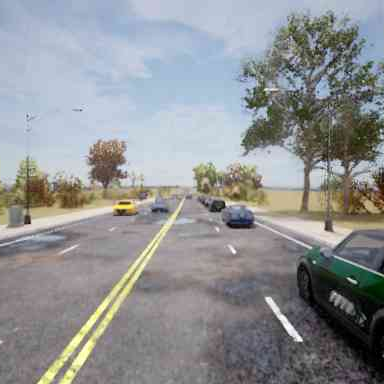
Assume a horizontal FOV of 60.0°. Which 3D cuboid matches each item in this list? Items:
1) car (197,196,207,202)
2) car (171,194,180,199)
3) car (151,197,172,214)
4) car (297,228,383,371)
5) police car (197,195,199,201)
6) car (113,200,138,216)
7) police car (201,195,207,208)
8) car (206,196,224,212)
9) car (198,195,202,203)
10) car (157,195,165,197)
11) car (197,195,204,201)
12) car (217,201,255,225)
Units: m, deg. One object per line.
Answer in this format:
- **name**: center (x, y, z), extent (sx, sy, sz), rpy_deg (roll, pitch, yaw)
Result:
- **car**: center (2.536, 1.659, 84.432), extent (2.163, 1.488, 4.792), rpy_deg (0, 0, -1)
- **car**: center (-3.882, 1.121, 78.423), extent (2.097, 1.767, 4.553), rpy_deg (0, 0, -1)
- **car**: center (-3.502, 1.639, 37.668), extent (2.033, 1.411, 5.357), rpy_deg (0, 0, 0)
- **car**: center (3.342, 1.367, 5.432), extent (2.097, 1.767, 4.553), rpy_deg (0, 0, 0)
- **police car**: center (2.685, 1.570, 73.513), extent (1.930, 1.638, 5.238), rpy_deg (0, 0, -1)
- **car**: center (-6.726, 1.562, 33.985), extent (1.882, 1.535, 5.008), rpy_deg (0, 0, 0)
- **police car**: center (2.966, 1.621, 51.390), extent (2.038, 1.542, 4.974), rpy_deg (0, 0, -1)
- **car**: center (3.071, 1.574, 40.378), extent (1.882, 1.535, 5.008), rpy_deg (0, 0, 0)
- **car**: center (2.836, 1.635, 62.429), extent (2.163, 1.488, 4.792), rpy_deg (0, 0, -1)
- **car**: center (-7.093, 1.433, 75.514), extent (1.882, 1.535, 5.008), rpy_deg (0, 0, -1)
- **car**: center (2.386, 1.666, 95.402), extent (1.837, 1.490, 4.892), rpy_deg (0, 0, -1)
- **car**: center (3.279, 1.608, 24.339), extent (2.033, 1.411, 5.357), rpy_deg (0, 0, 0)
